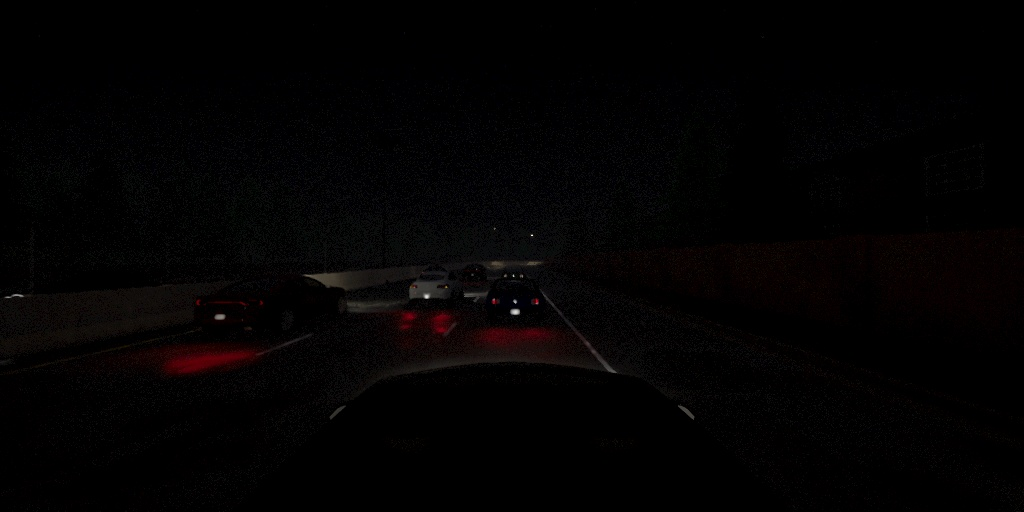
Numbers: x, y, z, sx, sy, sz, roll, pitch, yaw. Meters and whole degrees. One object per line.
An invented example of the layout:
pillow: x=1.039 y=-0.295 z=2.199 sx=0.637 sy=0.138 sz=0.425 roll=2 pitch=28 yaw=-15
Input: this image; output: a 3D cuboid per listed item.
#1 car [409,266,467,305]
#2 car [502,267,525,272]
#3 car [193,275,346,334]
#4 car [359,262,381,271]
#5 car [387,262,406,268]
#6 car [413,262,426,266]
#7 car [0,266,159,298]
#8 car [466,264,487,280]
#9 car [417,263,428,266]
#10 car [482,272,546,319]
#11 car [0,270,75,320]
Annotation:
car: x=-3.404 y=1.391 z=16.632 sx=1.812 sy=1.442 sz=4.674 roll=0 pitch=0 yaw=0
car: x=0.113 y=1.567 z=29.441 sx=1.895 sy=1.301 sz=4.718 roll=0 pitch=0 yaw=0
car: x=-6.896 y=1.299 z=10.945 sx=1.882 sy=1.535 sz=5.008 roll=0 pitch=0 yaw=0
car: x=-21.030 y=1.639 z=53.218 sx=2.128 sy=1.511 sz=4.902 roll=0 pitch=0 yaw=0
car: x=-17.528 y=1.664 z=54.746 sx=1.837 sy=1.490 sz=4.892 roll=0 pitch=0 yaw=1
car: x=-14.030 y=1.666 z=54.884 sx=1.837 sy=1.490 sz=4.892 roll=0 pitch=0 yaw=1
car: x=-14.096 y=1.176 z=11.422 sx=2.097 sy=1.767 sz=4.553 roll=0 pitch=0 yaw=0
car: x=-3.386 y=1.472 z=33.185 sx=1.882 sy=1.535 sz=5.008 roll=0 pitch=0 yaw=0
car: x=-6.887 y=1.553 z=32.417 sx=1.994 sy=1.385 sz=4.181 roll=0 pitch=0 yaw=0
car: x=0.105 y=1.441 z=13.196 sx=1.895 sy=1.301 sz=4.718 roll=0 pitch=0 yaw=0
car: x=-17.596 y=1.299 z=11.168 sx=1.882 sy=1.535 sz=5.008 roll=0 pitch=0 yaw=0
